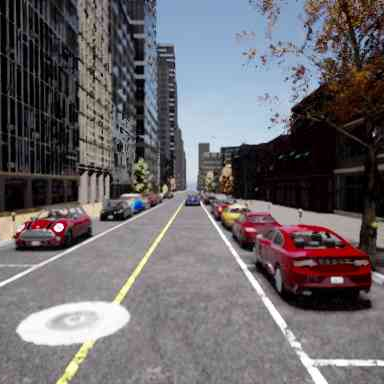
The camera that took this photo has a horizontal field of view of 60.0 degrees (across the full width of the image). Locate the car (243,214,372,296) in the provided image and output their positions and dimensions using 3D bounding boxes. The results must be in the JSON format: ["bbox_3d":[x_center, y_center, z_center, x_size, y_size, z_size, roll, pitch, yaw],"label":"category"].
[{"bbox_3d":[2.678,1.476,8.372,1.887,1.381,4.507,-1,0,0],"label":"car"}]

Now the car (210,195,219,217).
[{"bbox_3d":[2.674,1.236,25.303,1.967,1.590,4.097,-1,0,0],"label":"car"}]

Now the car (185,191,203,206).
[{"bbox_3d":[0.096,0.977,47.150,2.097,1.767,4.553,0,0,0],"label":"car"}]

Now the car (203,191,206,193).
[{"bbox_3d":[2.672,1.015,53.522,1.967,1.590,4.097,-1,0,0],"label":"car"}]

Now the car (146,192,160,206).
[{"bbox_3d":[-5.718,0.978,42.288,2.192,1.841,5.009,-1,0,0],"label":"car"}]

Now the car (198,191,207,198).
[{"bbox_3d":[2.666,0.627,87.384,2.192,1.841,5.009,-1,0,0],"label":"car"}]

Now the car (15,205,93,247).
[{"bbox_3d":[-5.671,1.326,14.069,1.967,1.590,4.097,-1,0,0],"label":"car"}]

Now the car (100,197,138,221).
[{"bbox_3d":[-5.671,1.362,25.358,1.947,1.339,4.313,-1,0,0],"label":"car"}]

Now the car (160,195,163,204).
[{"bbox_3d":[-5.709,1.201,47.934,1.802,1.307,4.206,-1,0,0],"label":"car"}]

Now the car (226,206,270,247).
[{"bbox_3d":[2.678,1.468,14.016,1.802,1.307,4.206,-1,0,0],"label":"car"}]

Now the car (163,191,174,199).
[{"bbox_3d":[-5.713,0.670,81.795,2.192,1.841,5.009,-1,0,0],"label":"car"}]

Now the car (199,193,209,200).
[{"bbox_3d":[2.671,0.950,76.098,2.008,1.369,4.403,-1,0,0],"label":"car"}]

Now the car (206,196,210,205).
[{"bbox_3d":[2.676,1.318,30.948,1.947,1.339,4.313,-1,0,0],"label":"car"}]

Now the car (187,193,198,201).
[{"bbox_3d":[0.092,0.980,64.361,2.128,1.511,4.902,0,0,0],"label":"car"}]

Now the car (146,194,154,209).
[{"bbox_3d":[-5.689,1.258,36.646,2.008,1.369,4.403,-1,0,0],"label":"car"}]

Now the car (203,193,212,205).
[{"bbox_3d":[2.674,1.185,47.879,1.947,1.339,4.313,-1,0,0],"label":"car"}]

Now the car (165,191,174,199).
[{"bbox_3d":[-5.709,0.964,76.154,1.947,1.339,4.313,-1,0,0],"label":"car"}]

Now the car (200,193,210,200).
[{"bbox_3d":[2.671,0.987,70.455,1.887,1.381,4.507,-1,0,0],"label":"car"}]

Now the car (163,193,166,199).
[{"bbox_3d":[-5.707,1.140,53.578,1.947,1.339,4.313,-1,0,0],"label":"car"}]

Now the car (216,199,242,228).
[{"bbox_3d":[2.676,1.365,19.830,1.752,1.417,4.829,-1,0,0],"label":"car"}]

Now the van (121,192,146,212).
[{"bbox_3d":[-5.678,1.093,31.000,1.690,1.788,3.998,-1,0,0],"label":"van"}]

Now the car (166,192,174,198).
[{"bbox_3d":[-5.712,0.752,87.440,1.967,1.590,4.097,-1,0,0],"label":"car"}]
